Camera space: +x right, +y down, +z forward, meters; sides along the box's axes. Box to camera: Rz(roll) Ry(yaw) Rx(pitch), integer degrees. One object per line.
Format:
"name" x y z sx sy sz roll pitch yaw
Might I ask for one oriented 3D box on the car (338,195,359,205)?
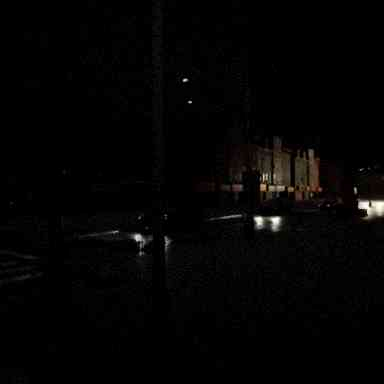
"car" 22.290 1.487 47.149 1.895 1.301 4.718 -1 0 36

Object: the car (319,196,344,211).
"car" 16.535 1.470 39.034 1.994 1.385 4.181 -1 0 36

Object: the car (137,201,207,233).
"car" -1.072 1.333 19.443 2.097 1.767 4.553 -1 0 36

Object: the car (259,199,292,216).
"car" 8.162 1.427 32.313 1.882 1.535 5.008 -1 0 36
